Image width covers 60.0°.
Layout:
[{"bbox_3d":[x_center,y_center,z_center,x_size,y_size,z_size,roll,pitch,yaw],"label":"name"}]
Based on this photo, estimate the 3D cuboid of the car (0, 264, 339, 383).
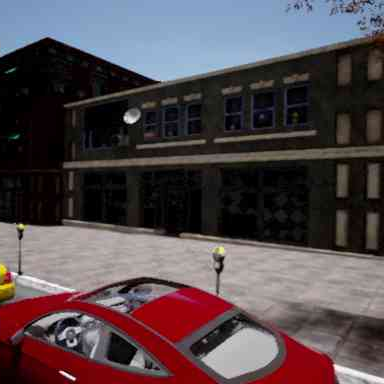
[{"bbox_3d":[-0.711,1.571,3.369,4.206,1.307,1.802,0,1,36],"label":"car"}]
